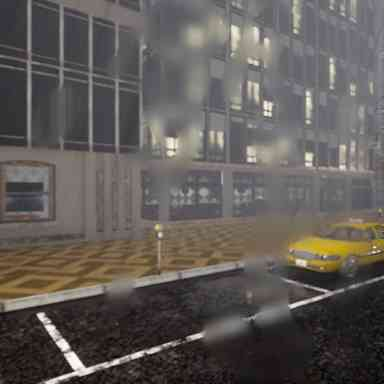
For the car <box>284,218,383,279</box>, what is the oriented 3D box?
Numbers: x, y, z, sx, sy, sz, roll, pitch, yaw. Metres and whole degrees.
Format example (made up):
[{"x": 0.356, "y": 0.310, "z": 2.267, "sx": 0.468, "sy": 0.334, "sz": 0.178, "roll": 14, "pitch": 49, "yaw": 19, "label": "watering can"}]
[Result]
[{"x": 4.779, "y": 1.493, "z": 9.964, "sx": 4.829, "sy": 1.417, "sz": 1.752, "roll": 0, "pitch": 0, "yaw": -35, "label": "car"}]
